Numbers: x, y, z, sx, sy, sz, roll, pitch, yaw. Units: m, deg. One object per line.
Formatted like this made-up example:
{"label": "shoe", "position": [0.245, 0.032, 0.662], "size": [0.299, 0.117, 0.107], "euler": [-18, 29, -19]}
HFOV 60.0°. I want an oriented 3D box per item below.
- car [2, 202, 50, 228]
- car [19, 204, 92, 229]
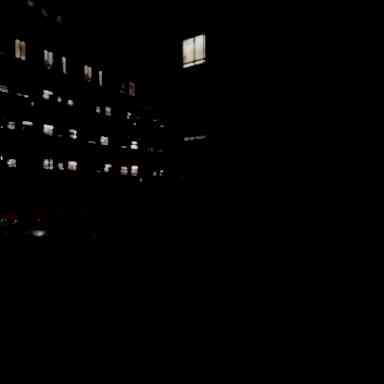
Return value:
{"label": "car", "position": [-13.130, 1.711, 25.473], "size": [2.192, 1.841, 5.009], "euler": [-2, -2, 35]}
{"label": "car", "position": [-10.011, 1.884, 25.383], "size": [1.882, 1.535, 5.008], "euler": [-1, -1, 35]}
